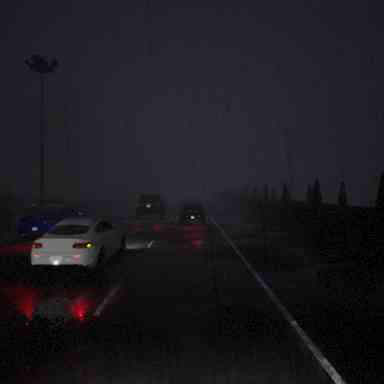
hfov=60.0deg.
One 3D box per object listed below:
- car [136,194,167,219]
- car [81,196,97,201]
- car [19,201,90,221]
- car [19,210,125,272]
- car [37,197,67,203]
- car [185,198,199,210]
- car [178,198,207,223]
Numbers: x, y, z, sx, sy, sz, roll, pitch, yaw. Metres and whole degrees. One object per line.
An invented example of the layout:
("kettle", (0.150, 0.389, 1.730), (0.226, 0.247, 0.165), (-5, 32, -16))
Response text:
("car", (-3.475, 1.202, 29.210), (2.150, 2.045, 5.566), (0, 0, 0))
("car", (-17.649, 1.522, 56.996), (1.837, 1.490, 4.892), (0, 0, 0))
("car", (-6.943, 1.468, 17.150), (1.882, 1.535, 5.008), (0, 0, 0))
("car", (-3.428, 1.519, 10.680), (1.812, 1.442, 4.674), (0, 0, 0))
("car", (-14.157, 1.333, 33.158), (2.097, 1.767, 4.553), (0, 0, 0))
("car", (-0.012, 1.495, 42.782), (1.812, 1.442, 4.674), (0, 0, 0))
("car", (0.036, 1.486, 25.279), (1.837, 1.490, 4.892), (0, 0, 0))
